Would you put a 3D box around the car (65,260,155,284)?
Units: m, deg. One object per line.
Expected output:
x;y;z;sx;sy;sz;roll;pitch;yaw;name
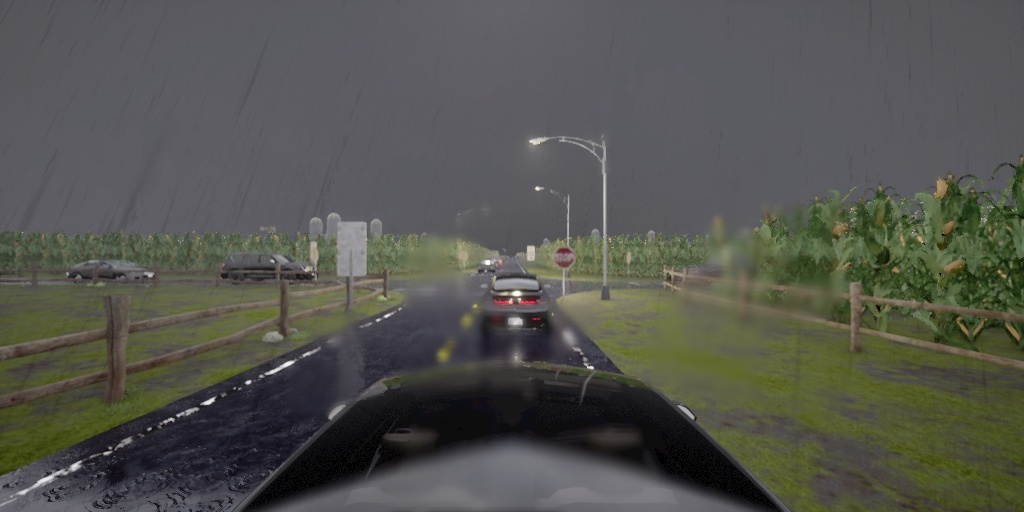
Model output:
-26.222;1.026;23.628;4.902;1.511;2.128;0;0;1;car

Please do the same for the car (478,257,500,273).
-2.770;1.183;40.778;2.033;1.411;5.357;0;0;0;car

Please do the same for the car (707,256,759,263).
15.393;1.029;26.089;5.566;2.045;2.150;0;0;1;car

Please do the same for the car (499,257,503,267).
-2.749;1.167;50.610;1.994;1.385;4.181;0;0;0;car

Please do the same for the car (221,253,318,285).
-15.819;0.812;23.526;5.566;2.045;2.150;0;0;0;car

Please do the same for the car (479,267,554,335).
0.112;1.232;10.450;1.837;1.490;4.892;0;0;0;car

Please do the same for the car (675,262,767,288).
13.477;1.323;23.493;5.357;1.411;2.033;0;0;6;car
